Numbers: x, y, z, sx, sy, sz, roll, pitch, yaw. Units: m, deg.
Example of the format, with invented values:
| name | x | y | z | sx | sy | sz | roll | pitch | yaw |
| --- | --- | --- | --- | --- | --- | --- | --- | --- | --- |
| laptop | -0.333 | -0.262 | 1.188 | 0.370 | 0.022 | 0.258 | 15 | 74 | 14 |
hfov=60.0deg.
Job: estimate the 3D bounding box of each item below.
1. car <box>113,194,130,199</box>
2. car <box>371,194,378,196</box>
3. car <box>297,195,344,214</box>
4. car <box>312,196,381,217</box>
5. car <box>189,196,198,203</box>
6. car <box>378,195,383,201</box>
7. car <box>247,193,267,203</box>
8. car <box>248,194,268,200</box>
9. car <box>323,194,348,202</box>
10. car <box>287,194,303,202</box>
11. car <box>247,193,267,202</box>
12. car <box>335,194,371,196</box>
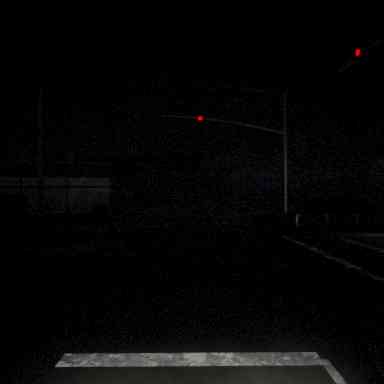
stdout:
| name | x | y | z | sx | sy | sz | roll | pitch | yaw |
| --- | --- | --- | --- | --- | --- | --- | --- | --- | --- |
| car | -19.389 | 1.330 | 91.627 | 4.674 | 1.442 | 1.812 | 0 | 0 | 0 |
| car | 38.387 | 1.231 | 69.091 | 3.806 | 1.475 | 1.970 | 0 | 0 | 0 |
| car | 13.021 | 1.330 | 31.435 | 5.027 | 1.636 | 2.152 | 0 | 0 | 0 |
| car | 13.084 | 1.339 | 28.298 | 4.514 | 1.523 | 2.007 | 0 | 0 | 0 |
| car | 0.282 | 1.545 | 69.721 | 2.033 | 1.411 | 5.357 | 0 | 0 | 0 |
| car | 38.731 | 1.152 | 62.675 | 5.027 | 1.636 | 2.152 | 0 | 0 | 0 |
| car | 12.859 | 1.359 | 65.692 | 3.806 | 1.475 | 1.970 | 0 | 0 | 0 |
| car | 18.146 | 1.331 | 91.646 | 4.902 | 1.511 | 2.128 | 0 | 0 | 0 |
| car | 31.326 | 1.296 | 72.731 | 4.514 | 1.523 | 2.007 | 0 | 0 | 0 |
| car | 21.338 | 1.096 | 65.757 | 4.605 | 1.855 | 1.932 | 0 | 0 | 0 |
| car | 13.459 | 1.075 | 69.018 | 3.866 | 1.878 | 1.905 | 0 | 0 | 0 |
| car | 20.657 | 1.319 | 43.305 | 3.633 | 1.501 | 1.845 | 0 | 0 | 0 |
